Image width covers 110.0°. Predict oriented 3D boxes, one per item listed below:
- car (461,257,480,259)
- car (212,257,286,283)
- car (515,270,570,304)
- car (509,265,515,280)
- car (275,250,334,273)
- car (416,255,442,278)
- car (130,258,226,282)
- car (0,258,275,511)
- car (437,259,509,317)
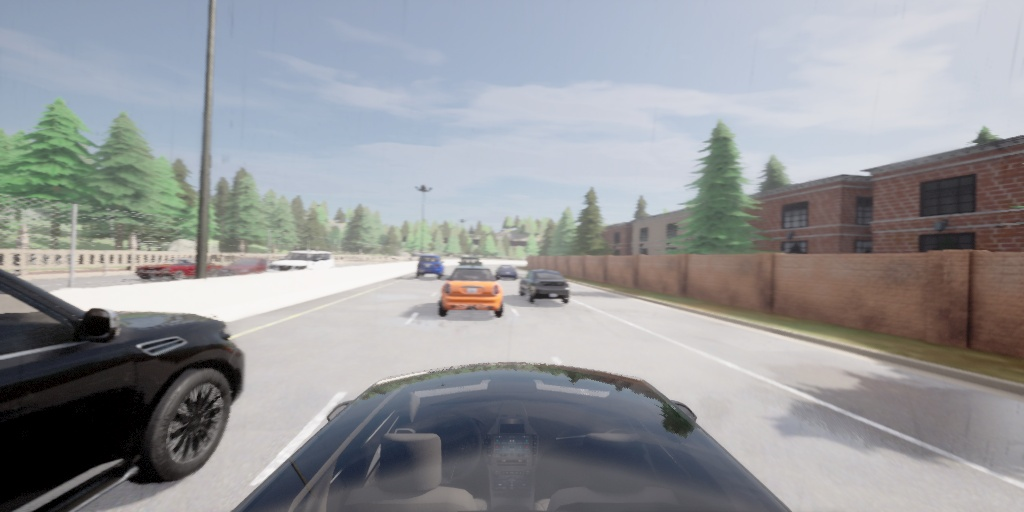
[{"bbox_3d":[-3.805,1.072,32.488,2.150,2.045,5.566,2,0,-7],"label":"car"},{"bbox_3d":[-17.025,0.840,23.555,1.812,1.442,4.674,2,0,-7],"label":"car"},{"bbox_3d":[1.488,1.430,17.739,1.837,1.490,4.892,2,0,-7],"label":"car"},{"bbox_3d":[-0.630,1.547,35.288,1.994,1.385,4.181,2,0,-7],"label":"car"},{"bbox_3d":[-13.482,0.658,23.452,2.150,2.045,5.566,2,0,-7],"label":"car"},{"bbox_3d":[-7.323,0.948,32.459,2.150,2.045,5.566,2,0,-7],"label":"car"},{"bbox_3d":[-20.396,0.786,22.249,1.895,1.301,4.718,2,0,-7],"label":"car"},{"bbox_3d":[-3.562,0.843,1.283,2.150,2.045,5.566,2,0,-7],"label":"car"},{"bbox_3d":[-1.533,1.137,13.614,2.097,1.767,4.553,2,-1,-7],"label":"car"}]
